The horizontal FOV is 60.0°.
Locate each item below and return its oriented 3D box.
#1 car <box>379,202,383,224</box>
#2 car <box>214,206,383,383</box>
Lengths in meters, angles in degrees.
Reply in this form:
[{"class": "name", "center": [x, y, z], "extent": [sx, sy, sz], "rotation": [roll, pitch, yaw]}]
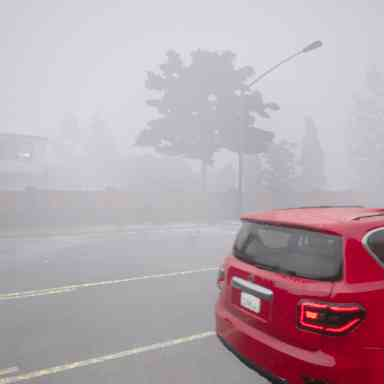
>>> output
[{"class": "car", "center": [15.958, 1.501, 23.823], "extent": [4.902, 1.511, 2.128], "rotation": [0, 0, -28]}, {"class": "car", "center": [2.966, 1.226, 4.737], "extent": [5.566, 2.045, 2.150], "rotation": [0, 0, -28]}]
